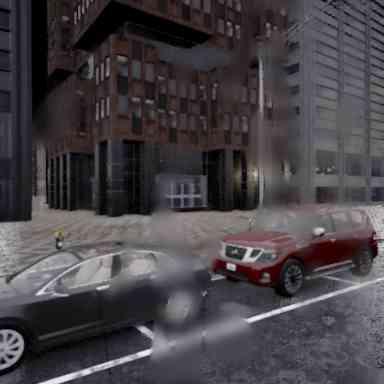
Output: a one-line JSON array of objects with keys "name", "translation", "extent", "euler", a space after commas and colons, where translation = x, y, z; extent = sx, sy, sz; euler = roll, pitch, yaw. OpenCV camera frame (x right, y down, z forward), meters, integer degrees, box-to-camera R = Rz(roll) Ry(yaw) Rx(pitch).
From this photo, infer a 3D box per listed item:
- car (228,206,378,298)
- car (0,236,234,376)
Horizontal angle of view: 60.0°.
[{"name": "car", "translation": [2.908, 1.314, 8.727], "extent": [5.009, 1.841, 2.192], "euler": [0, 0, -35]}, {"name": "car", "translation": [-1.684, 1.551, 5.451], "extent": [4.403, 1.369, 2.008], "euler": [0, 0, -35]}]
